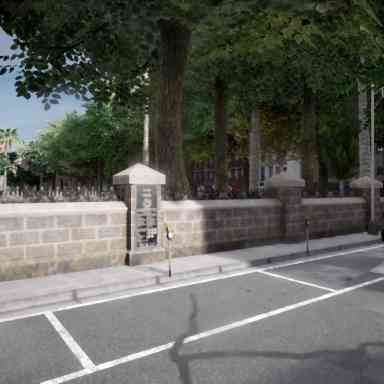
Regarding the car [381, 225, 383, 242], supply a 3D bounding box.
[{"bbox_3d":[9.700,1.310,13.463,5.009,1.841,2.192,0,0,-36],"label":"car"}]
